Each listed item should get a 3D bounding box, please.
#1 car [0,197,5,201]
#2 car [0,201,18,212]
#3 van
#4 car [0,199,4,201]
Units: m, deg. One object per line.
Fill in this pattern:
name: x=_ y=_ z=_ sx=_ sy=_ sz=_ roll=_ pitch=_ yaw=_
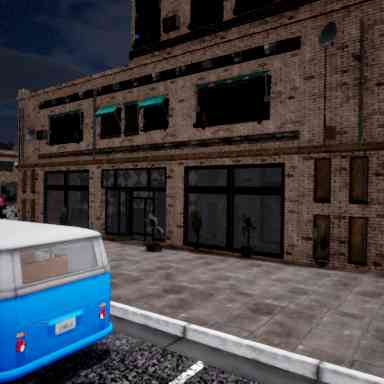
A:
car: x=-22.873 y=1.407 z=36.229 sx=2.192 sy=1.841 sz=5.009 roll=0 pitch=0 yaw=36
car: x=-16.122 y=1.790 z=31.270 sx=1.947 sy=1.339 sz=4.313 roll=0 pitch=0 yaw=36
van: x=-2.995 y=1.339 z=4.998 sx=3.998 sy=1.788 sz=1.690 roll=0 pitch=1 yaw=36
car: x=-21.783 y=1.681 z=33.348 sx=1.994 sy=1.385 sz=4.181 roll=1 pitch=0 yaw=36
